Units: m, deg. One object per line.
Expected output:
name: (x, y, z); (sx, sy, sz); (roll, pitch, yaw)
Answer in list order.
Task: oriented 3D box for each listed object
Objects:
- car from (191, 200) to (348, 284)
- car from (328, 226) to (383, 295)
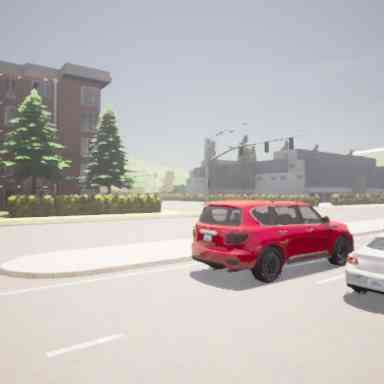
car: (2.559, 1.248, 9.960); (5.566, 2.045, 2.150); (0, 0, -36)
car: (5.331, 1.553, 7.653); (4.674, 1.442, 1.812); (0, 0, -36)
